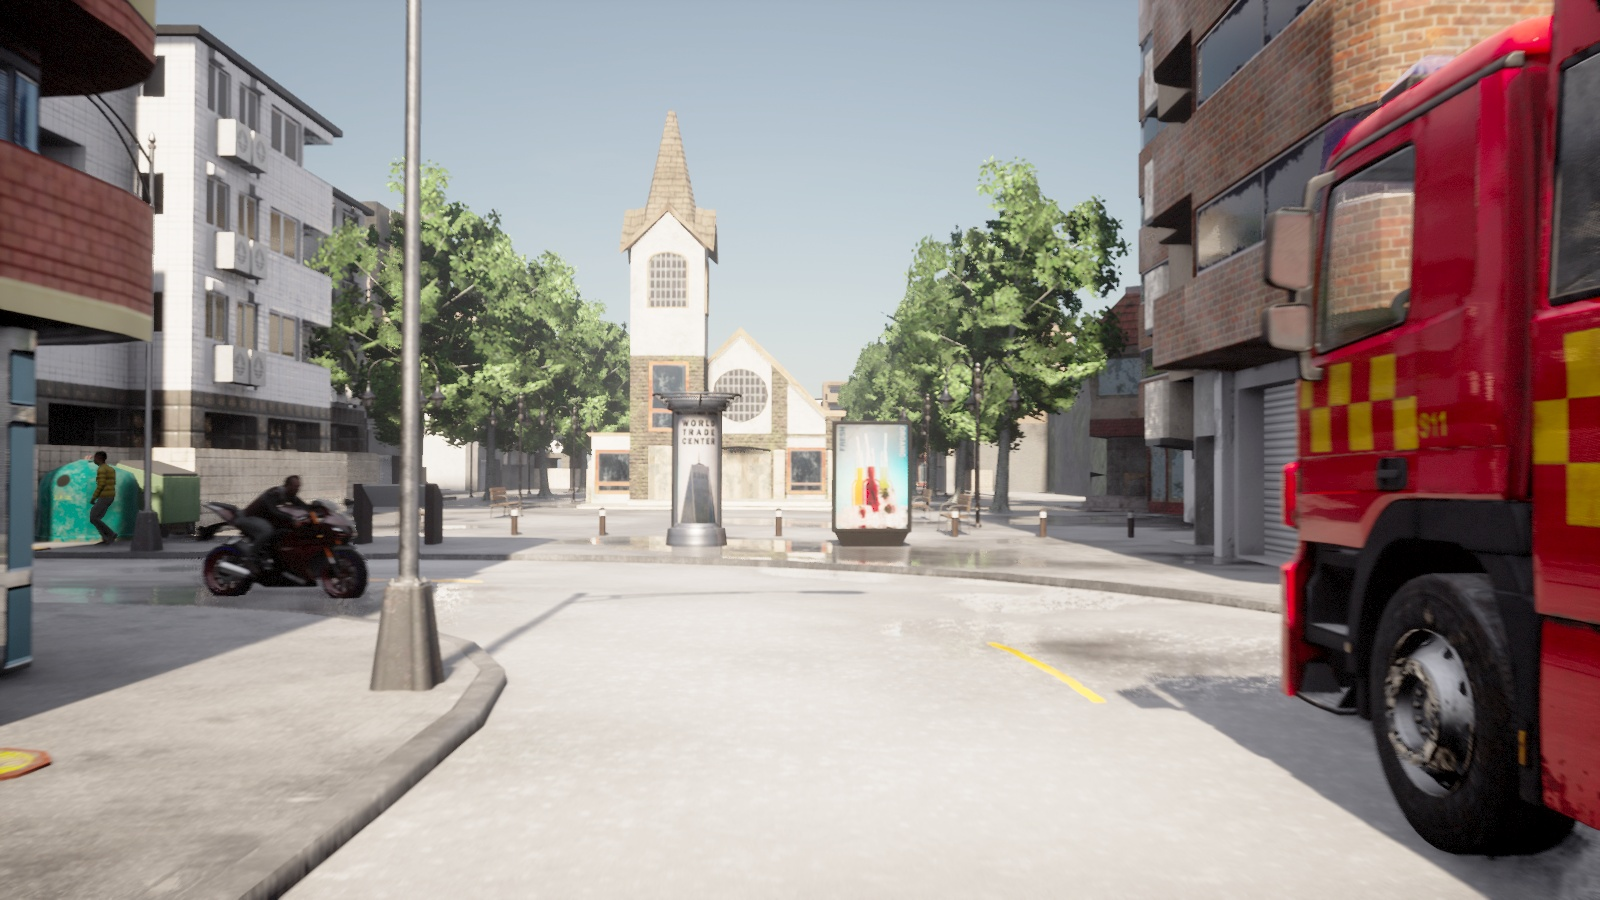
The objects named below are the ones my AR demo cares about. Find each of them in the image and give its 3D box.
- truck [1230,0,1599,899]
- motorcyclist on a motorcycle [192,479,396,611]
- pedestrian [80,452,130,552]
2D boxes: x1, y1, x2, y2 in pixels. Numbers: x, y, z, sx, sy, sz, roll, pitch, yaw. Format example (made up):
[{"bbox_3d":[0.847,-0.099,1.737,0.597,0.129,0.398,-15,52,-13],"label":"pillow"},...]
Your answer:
[{"bbox_3d":[3.986,-0.314,3.096,2.891,3.827,8.468,0,-1,0],"label":"truck"},{"bbox_3d":[-6.176,1.133,15.373,2.191,1.530,0.866,0,0,11],"label":"motorcyclist on a motorcycle"},{"bbox_3d":[-13.020,0.971,23.536,0.709,1.840,0.431,0,-1,-6],"label":"pedestrian"}]
